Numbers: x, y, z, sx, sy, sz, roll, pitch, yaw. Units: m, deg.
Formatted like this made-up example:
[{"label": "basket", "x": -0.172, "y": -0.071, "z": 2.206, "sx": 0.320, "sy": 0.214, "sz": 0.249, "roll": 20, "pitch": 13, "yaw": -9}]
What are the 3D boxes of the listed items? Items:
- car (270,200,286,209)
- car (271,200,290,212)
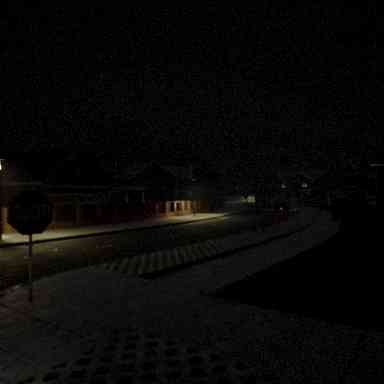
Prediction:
[{"label": "car", "x": 13.465, "y": 1.922, "z": 52.378, "sx": 1.895, "sy": 1.301, "sz": 4.718, "roll": 0, "pitch": 0, "yaw": 8}, {"label": "car", "x": 11.327, "y": 1.767, "z": 42.205, "sx": 1.837, "sy": 1.490, "sz": 4.892, "roll": 0, "pitch": 0, "yaw": 15}]
